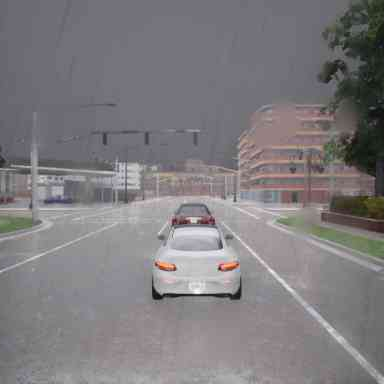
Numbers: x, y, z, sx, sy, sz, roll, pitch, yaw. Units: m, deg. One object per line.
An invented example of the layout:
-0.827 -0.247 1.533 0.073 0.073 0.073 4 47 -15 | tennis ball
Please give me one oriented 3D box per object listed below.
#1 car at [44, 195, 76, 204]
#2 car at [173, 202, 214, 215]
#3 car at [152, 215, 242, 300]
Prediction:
-23.402 1.295 57.992 4.611 1.667 2.242 0 0 1 | car
0.074 1.352 17.269 2.097 1.767 4.553 0 0 0 | car
0.092 1.526 8.277 1.812 1.442 4.674 0 0 0 | car
